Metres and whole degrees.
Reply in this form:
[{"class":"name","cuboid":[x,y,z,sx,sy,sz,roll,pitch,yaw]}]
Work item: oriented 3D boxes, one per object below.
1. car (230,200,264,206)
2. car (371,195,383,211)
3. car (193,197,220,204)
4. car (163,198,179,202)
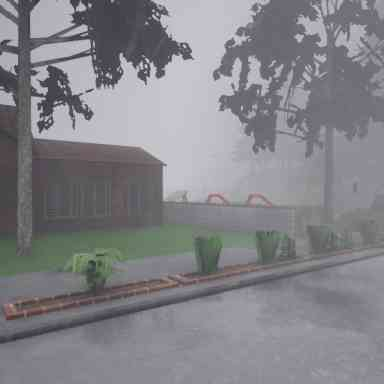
[{"class":"car","cuboid":[6.814,1.601,41.170,1.895,1.301,4.718,0,0,-36]},{"class":"car","cuboid":[17.260,1.223,26.432,2.150,2.045,5.566,0,0,-33]},{"class":"car","cuboid":[2.349,1.547,54.453,2.033,1.411,5.357,0,0,-36]},{"class":"car","cuboid":[-3.796,1.656,56.168,1.895,1.301,4.718,0,0,-36]}]
